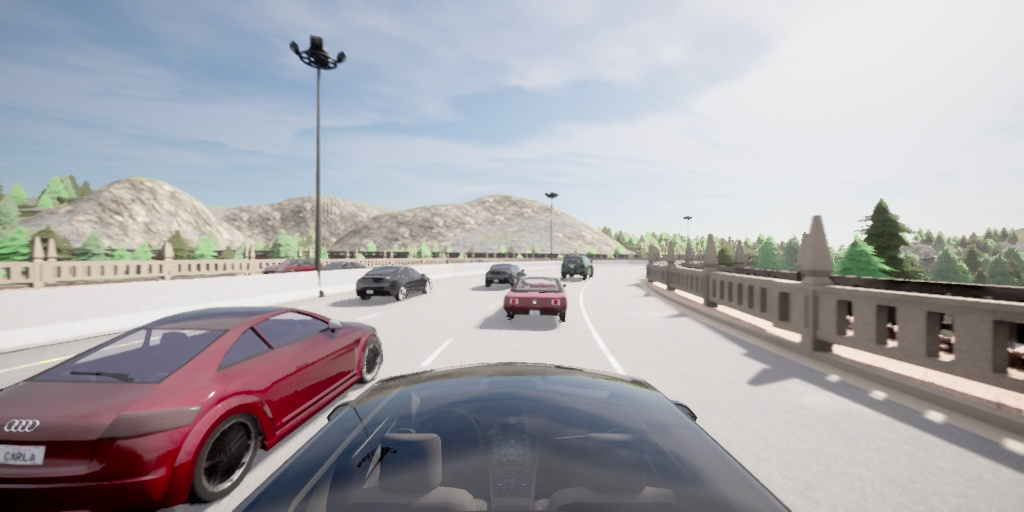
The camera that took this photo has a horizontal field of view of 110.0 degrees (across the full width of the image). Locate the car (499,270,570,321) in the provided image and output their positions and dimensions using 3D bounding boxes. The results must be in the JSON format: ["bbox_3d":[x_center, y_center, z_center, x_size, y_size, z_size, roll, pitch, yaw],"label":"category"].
[{"bbox_3d":[0.950,1.350,12.531,1.895,1.301,4.718,0,0,8],"label":"car"}]

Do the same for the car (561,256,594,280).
[{"bbox_3d":[5.859,0.984,31.816,2.150,2.045,5.566,0,0,21],"label":"car"}]

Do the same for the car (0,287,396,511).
[{"bbox_3d":[-3.216,1.297,4.405,1.994,1.385,4.181,0,0,2],"label":"car"}]

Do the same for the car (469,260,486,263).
[{"bbox_3d":[-4.222,1.200,44.194,2.128,1.511,4.902,0,0,25],"label":"car"}]

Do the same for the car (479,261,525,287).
[{"bbox_3d":[-0.353,1.242,23.716,1.837,1.490,4.892,0,0,14],"label":"car"}]

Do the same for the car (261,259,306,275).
[{"bbox_3d":[-17.333,1.003,28.563,2.097,1.767,4.553,0,0,16],"label":"car"}]

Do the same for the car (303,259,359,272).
[{"bbox_3d":[-13.706,1.175,28.596,1.837,1.490,4.892,0,0,16],"label":"car"}]

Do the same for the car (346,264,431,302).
[{"bbox_3d":[-5.397,1.220,16.956,1.837,1.490,4.892,0,0,9],"label":"car"}]
